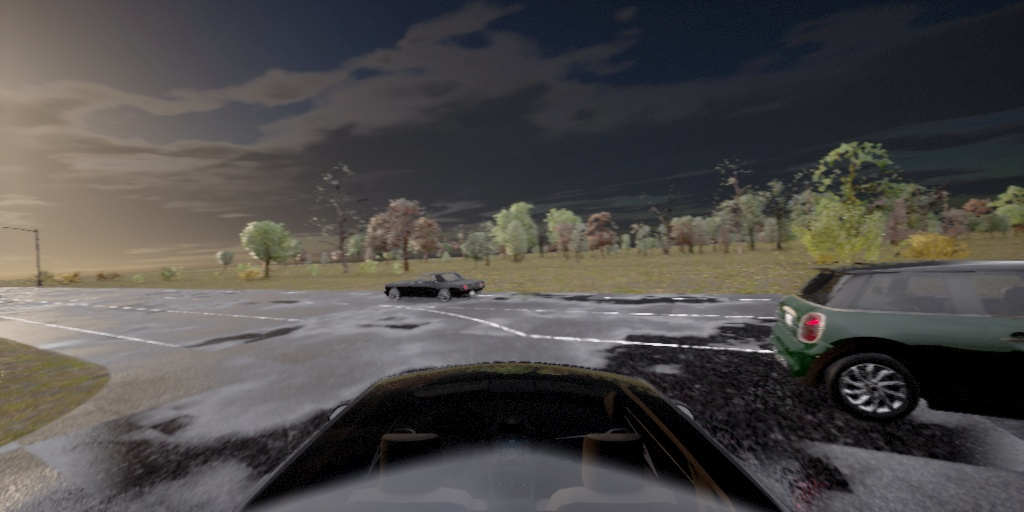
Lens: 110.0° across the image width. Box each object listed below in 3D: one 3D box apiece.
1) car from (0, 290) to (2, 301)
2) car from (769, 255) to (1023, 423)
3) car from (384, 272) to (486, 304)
[{"bbox_3d":[-44.694,2.977,29.806,4.553,1.767,2.097,-2,1,27],"label":"car"},{"bbox_3d":[5.725,0.812,3.996,4.553,1.767,2.097,-3,0,27],"label":"car"},{"bbox_3d":[-3.699,1.419,16.709,4.718,1.301,1.895,-2,1,27],"label":"car"}]
